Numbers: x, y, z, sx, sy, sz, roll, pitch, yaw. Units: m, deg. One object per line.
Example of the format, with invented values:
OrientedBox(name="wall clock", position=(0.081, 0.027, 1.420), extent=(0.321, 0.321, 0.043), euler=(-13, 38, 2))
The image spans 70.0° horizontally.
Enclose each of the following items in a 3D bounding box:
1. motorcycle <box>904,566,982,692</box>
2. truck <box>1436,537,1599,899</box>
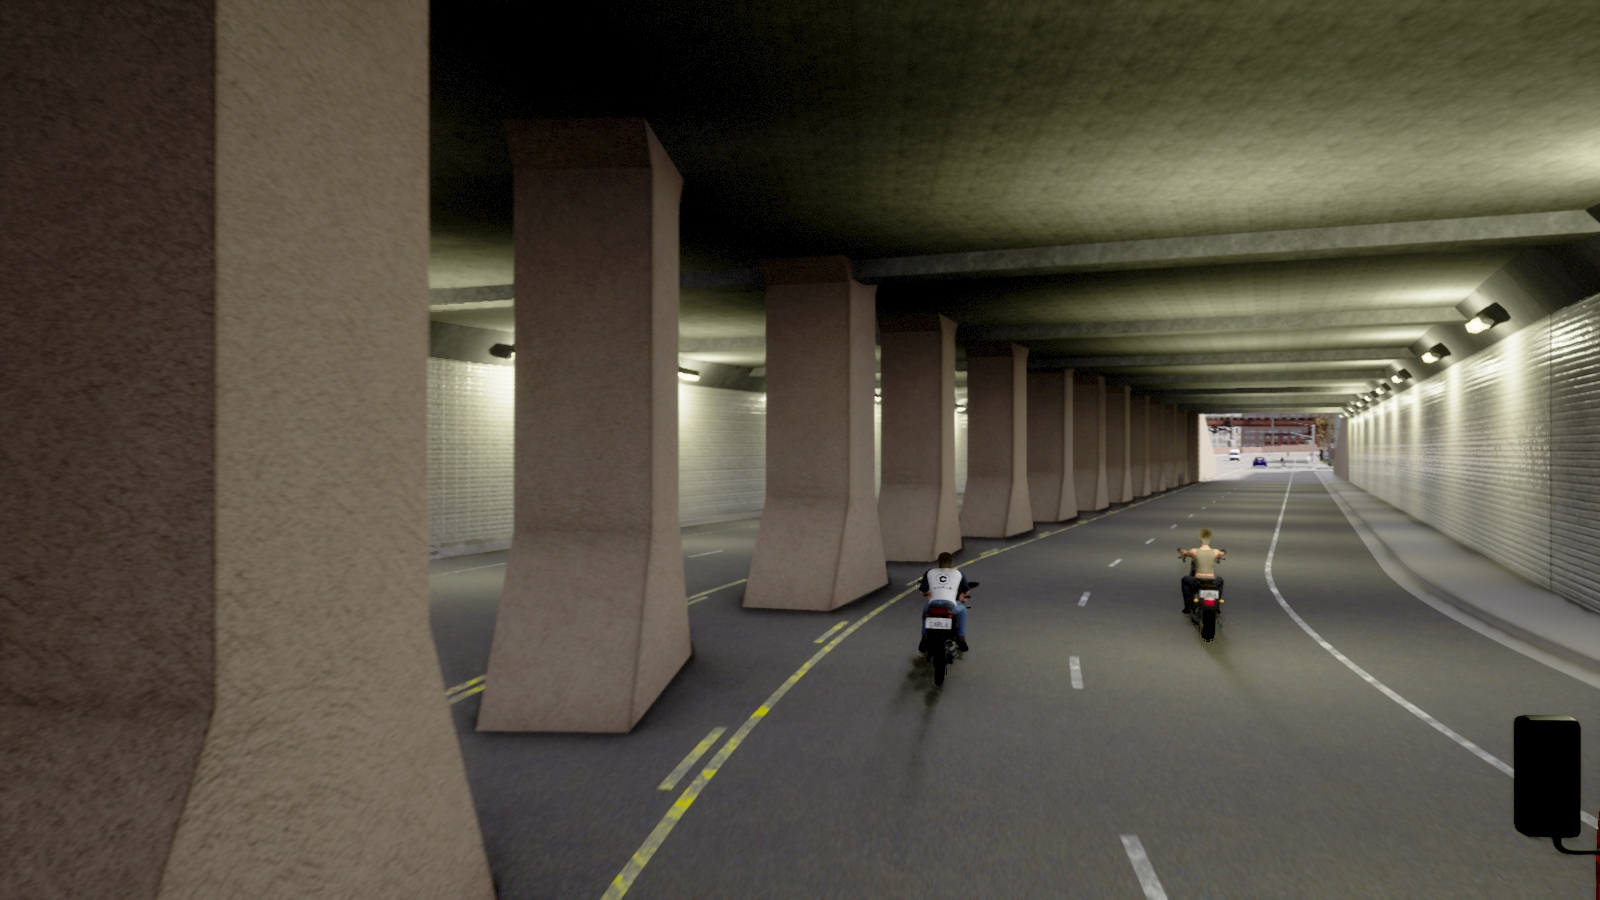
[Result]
OrientedBox(name="motorcycle", position=(1.815, 2.174, 14.228), extent=(0.803, 1.224, 2.033), euler=(0, 0, 12))
OrientedBox(name="truck", position=(3.627, 1.570, 1.734), extent=(2.627, 2.467, 5.204), euler=(0, 0, 3))
